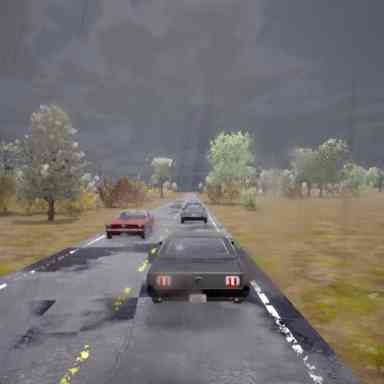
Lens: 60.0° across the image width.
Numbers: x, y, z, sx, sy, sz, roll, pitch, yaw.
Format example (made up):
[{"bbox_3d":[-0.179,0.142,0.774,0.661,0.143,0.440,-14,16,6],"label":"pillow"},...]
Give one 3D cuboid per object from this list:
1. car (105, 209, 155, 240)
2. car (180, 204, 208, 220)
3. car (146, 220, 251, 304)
[{"bbox_3d":[-3.065,1.598,17.215,1.895,1.301,4.718,0,0,0],"label":"car"},{"bbox_3d":[0.153,1.558,25.323,1.994,1.385,4.181,0,0,0],"label":"car"},{"bbox_3d":[0.116,1.601,8.114,1.895,1.301,4.718,0,0,0],"label":"car"}]
